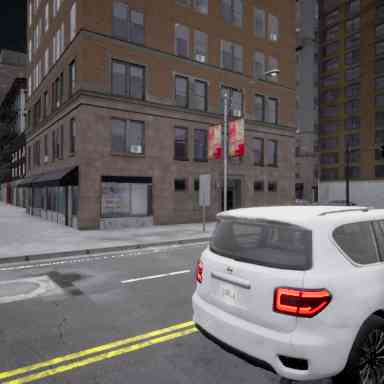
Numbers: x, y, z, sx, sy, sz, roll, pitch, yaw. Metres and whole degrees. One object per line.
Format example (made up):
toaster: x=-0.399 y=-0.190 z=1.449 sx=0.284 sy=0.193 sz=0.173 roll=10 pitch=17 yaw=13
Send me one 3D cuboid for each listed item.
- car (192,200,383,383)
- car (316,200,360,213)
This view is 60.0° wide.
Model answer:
car: x=2.618 y=1.222 z=5.294 sx=5.566 sy=2.045 sz=2.150 roll=0 pitch=0 yaw=-35
car: x=16.945 y=1.596 z=38.714 sx=1.947 sy=1.339 sz=4.313 roll=0 pitch=0 yaw=-35
